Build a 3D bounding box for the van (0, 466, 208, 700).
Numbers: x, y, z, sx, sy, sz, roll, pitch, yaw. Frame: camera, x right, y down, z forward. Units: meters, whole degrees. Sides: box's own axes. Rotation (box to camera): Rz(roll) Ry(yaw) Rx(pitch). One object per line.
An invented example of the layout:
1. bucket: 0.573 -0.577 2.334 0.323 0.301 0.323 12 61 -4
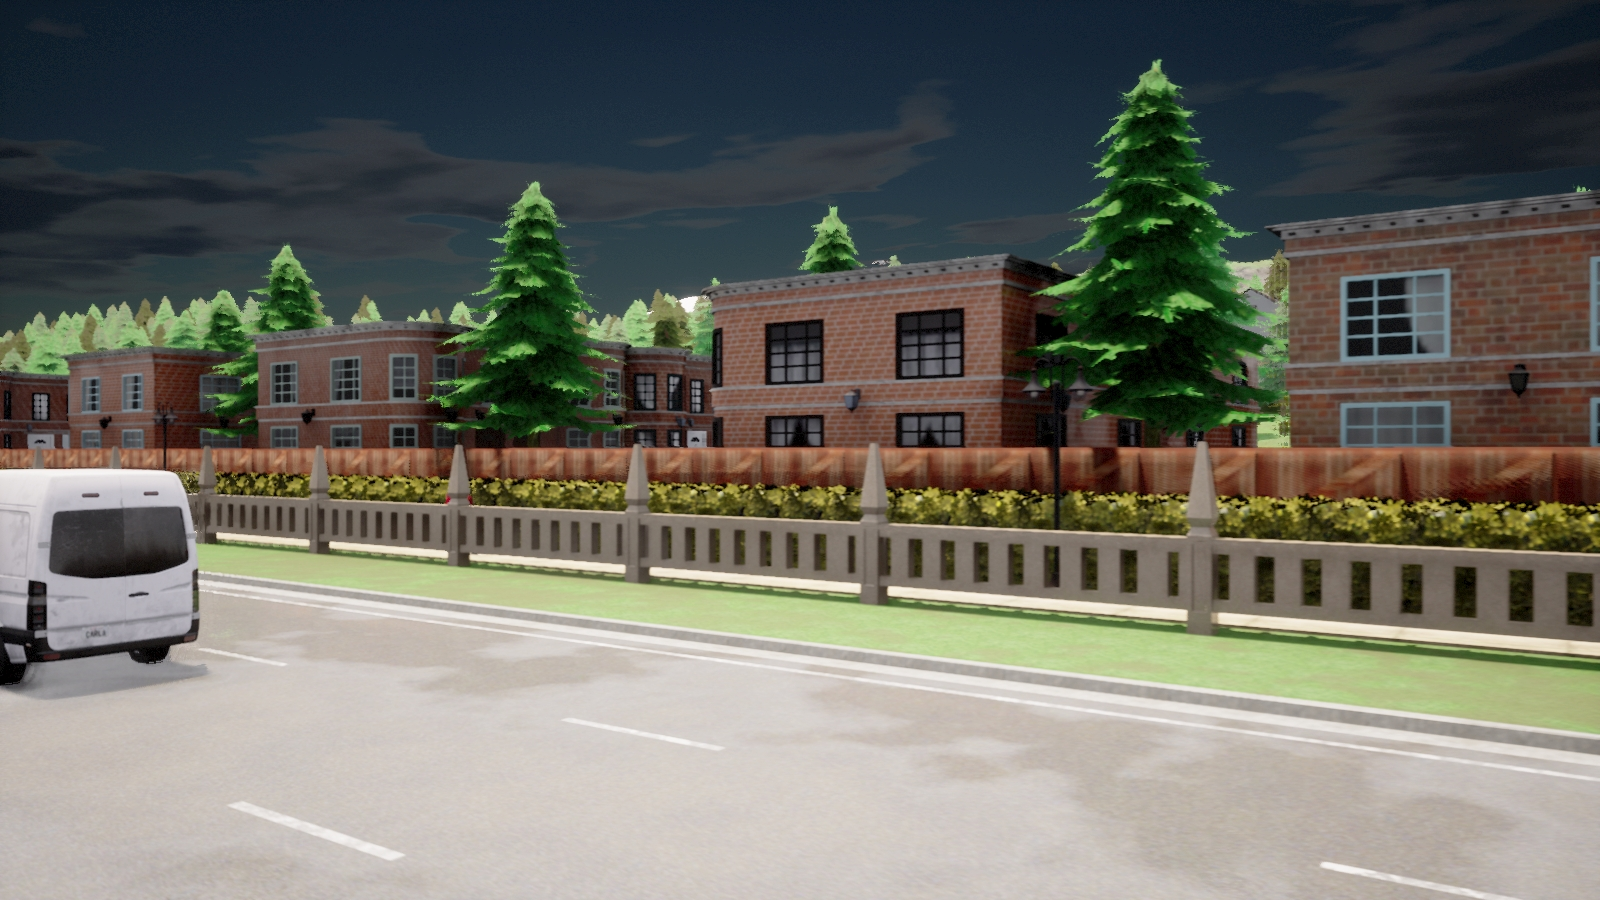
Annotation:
1. van: -10.525 1.538 15.421 5.915 2.561 1.988 0 0 35
